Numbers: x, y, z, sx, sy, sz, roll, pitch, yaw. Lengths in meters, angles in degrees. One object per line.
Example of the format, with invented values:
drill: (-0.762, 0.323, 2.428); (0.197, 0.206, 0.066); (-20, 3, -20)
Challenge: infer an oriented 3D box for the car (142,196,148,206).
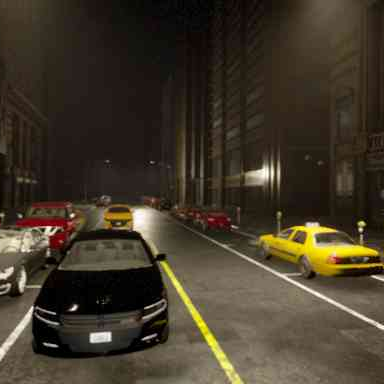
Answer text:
car: (-8.096, 1.716, 65.086); (2.192, 1.841, 5.009); (0, 0, -12)

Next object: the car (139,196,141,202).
car: (-10.436, 2.016, 76.075); (2.008, 1.369, 4.403); (0, 0, -12)

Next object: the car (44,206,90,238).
car: (-7.043, 1.603, 19.167); (1.752, 1.417, 4.829); (1, 0, -12)

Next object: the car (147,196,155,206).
car: (-5.758, 1.778, 54.094); (1.967, 1.590, 4.097); (0, 0, -12)

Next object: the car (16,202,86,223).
car: (-5.907, 1.366, 13.839); (2.192, 1.841, 5.009); (1, 0, -12)

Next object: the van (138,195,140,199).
van: (-11.604, 1.839, 81.573); (1.690, 1.788, 3.998); (0, 0, -12)

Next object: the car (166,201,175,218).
car: (-1.117, 1.738, 32.276); (1.752, 1.417, 4.829); (0, 0, -12)

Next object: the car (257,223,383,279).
car: (3.561, 1.623, 10.294); (1.752, 1.417, 4.829); (1, 0, -12)

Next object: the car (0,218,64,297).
car: (-4.740, 1.573, 8.342); (2.008, 1.369, 4.403); (1, 0, -12)

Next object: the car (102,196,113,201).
car: (-15.263, 1.861, 57.800); (1.947, 1.339, 4.313); (0, 0, -12)

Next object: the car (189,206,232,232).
car: (1.257, 1.735, 21.119); (1.802, 1.307, 4.206); (1, 0, -12)

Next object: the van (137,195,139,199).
van: (-12.774, 1.872, 87.068); (1.690, 1.788, 3.998); (0, 0, -12)

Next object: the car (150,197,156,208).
car: (-4.590, 1.851, 48.597); (1.887, 1.381, 4.507); (0, 0, -12)

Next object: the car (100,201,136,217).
car: (-4.817, 1.592, 21.982); (1.882, 1.535, 5.008); (1, 0, -12)

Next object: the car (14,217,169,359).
car: (-1.623, 1.510, 6.497); (1.882, 1.535, 5.008); (1, 0, -12)

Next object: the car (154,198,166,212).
car: (-3.420, 1.841, 43.102); (1.947, 1.339, 4.313); (0, 0, -12)

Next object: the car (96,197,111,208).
car: (-14.094, 1.845, 52.304); (1.802, 1.307, 4.206); (0, 0, -12)

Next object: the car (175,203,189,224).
car: (0.088, 1.764, 26.614); (1.802, 1.307, 4.206); (1, 0, -12)

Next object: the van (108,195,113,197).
van: (-16.431, 1.668, 63.296); (1.690, 1.788, 3.998); (0, 0, -12)
